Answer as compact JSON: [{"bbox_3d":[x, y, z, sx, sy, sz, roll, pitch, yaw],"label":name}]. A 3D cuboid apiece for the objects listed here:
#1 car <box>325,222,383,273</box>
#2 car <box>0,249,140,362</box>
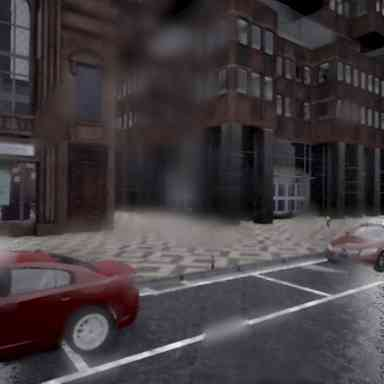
[{"bbox_3d":[6.192,1.688,11.057,4.206,1.307,1.802,1,0,-35],"label":"car"},{"bbox_3d":[-2.930,1.546,4.555,4.507,1.381,1.887,1,0,-35],"label":"car"}]
